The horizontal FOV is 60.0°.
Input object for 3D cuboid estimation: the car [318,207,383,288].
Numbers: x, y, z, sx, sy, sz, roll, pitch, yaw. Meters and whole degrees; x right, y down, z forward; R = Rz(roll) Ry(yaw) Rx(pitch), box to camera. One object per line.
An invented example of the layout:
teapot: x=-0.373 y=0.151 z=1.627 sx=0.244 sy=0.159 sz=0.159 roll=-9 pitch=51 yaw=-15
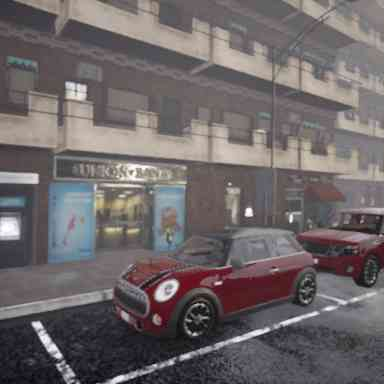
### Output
car: x=5.067 y=1.405 z=9.708 sx=5.009 sy=1.841 sz=2.192 roll=1 pitch=0 yaw=-36

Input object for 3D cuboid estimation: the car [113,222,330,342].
car: x=0.560 y=1.478 z=6.492 sx=4.097 sy=1.590 sz=1.967 roll=1 pitch=0 yaw=-36
